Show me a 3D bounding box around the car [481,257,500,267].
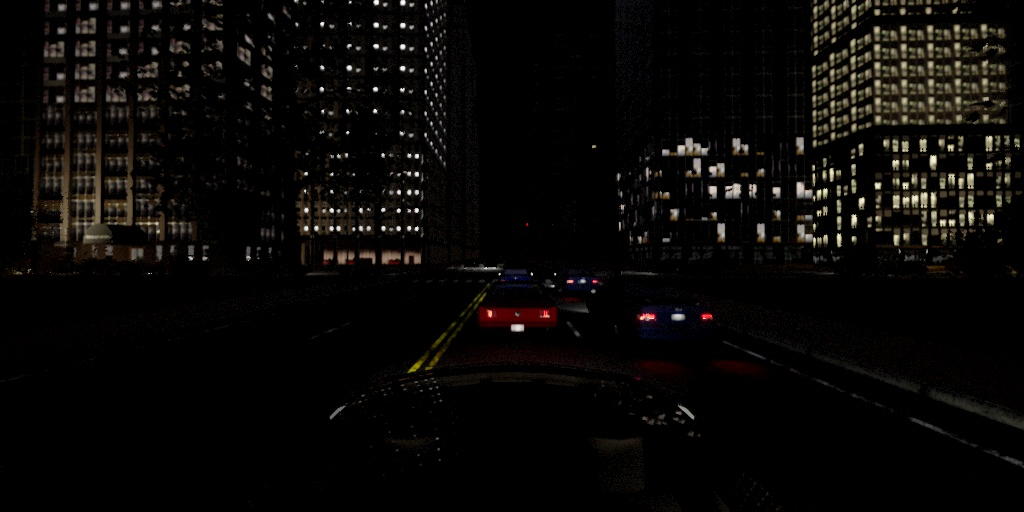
[{"bbox_3d":[-3.556,1.141,60.668,2.128,1.511,4.902,0,0,0],"label":"car"}]

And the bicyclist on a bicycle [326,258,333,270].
[{"bbox_3d":[-24.868,1.086,48.957,0.582,1.620,1.656,0,0,2],"label":"bicyclist on a bicycle"}]

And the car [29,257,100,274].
[{"bbox_3d":[-44.447,1.099,35.568,4.674,1.442,1.812,0,-1,2],"label":"car"}]

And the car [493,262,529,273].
[{"bbox_3d":[0.209,1.275,19.946,2.033,1.411,5.357,0,0,0],"label":"car"}]

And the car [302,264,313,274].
[{"bbox_3d":[-23.570,1.210,38.043,4.181,1.385,1.994,0,-1,2],"label":"car"}]

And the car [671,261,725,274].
[{"bbox_3d":[20.686,1.243,39.416,4.902,1.511,2.128,0,-1,2],"label":"car"}]

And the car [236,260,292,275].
[{"bbox_3d":[-24.019,1.095,34.811,4.902,1.511,2.128,0,-1,2],"label":"car"}]

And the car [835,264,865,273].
[{"bbox_3d":[40.486,1.380,41.993,4.181,1.385,1.994,0,-1,2],"label":"car"}]

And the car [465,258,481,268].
[{"bbox_3d":[-6.805,1.155,60.486,1.837,1.490,4.892,0,0,0],"label":"car"}]

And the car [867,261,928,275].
[{"bbox_3d":[41.833,1.301,38.692,4.674,1.442,1.812,0,-1,2],"label":"car"}]

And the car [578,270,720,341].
[{"bbox_3d":[3.395,1.288,9.806,2.033,1.411,5.357,0,0,0],"label":"car"}]

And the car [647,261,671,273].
[{"bbox_3d":[19.062,1.339,42.722,5.357,1.411,2.033,0,-1,2],"label":"car"}]

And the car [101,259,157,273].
[{"bbox_3d":[-40.850,1.185,38.687,4.181,1.385,1.994,0,-1,2],"label":"car"}]

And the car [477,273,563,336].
[{"bbox_3d":[0.149,1.341,10.369,1.895,1.301,4.718,0,0,0],"label":"car"}]

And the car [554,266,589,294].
[{"bbox_3d":[3.460,1.275,19.901,2.033,1.411,5.357,0,0,0],"label":"car"}]

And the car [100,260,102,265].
[{"bbox_3d":[-48.958,1.157,42.354,4.892,1.490,1.837,0,-1,3],"label":"car"}]
